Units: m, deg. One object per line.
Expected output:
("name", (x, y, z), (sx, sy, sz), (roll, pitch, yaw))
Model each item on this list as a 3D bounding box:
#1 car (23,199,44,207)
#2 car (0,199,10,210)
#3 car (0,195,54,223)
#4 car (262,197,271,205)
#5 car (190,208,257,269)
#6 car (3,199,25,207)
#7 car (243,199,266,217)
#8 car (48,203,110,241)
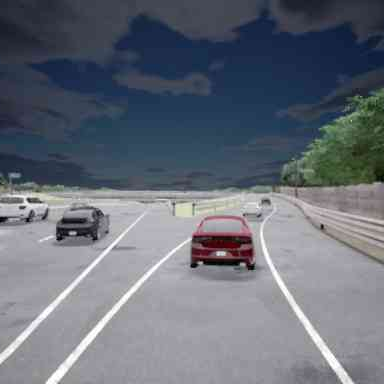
("car", (-30.416, 2.151, 63.918), (2.128, 1.511, 4.902), (0, -1, -5))
("car", (-29.198, 1.811, 49.067), (2.128, 1.511, 4.902), (0, -1, -4))
("car", (-13.066, 1.290, 26.080), (2.150, 2.045, 5.566), (0, -1, -5))
("car", (14.609, 1.759, 66.103), (1.837, 1.490, 4.892), (0, 1, 12))
("car", (1.099, 1.528, 11.433), (1.882, 1.535, 5.008), (0, 0, 7))
("car", (-33.895, 2.100, 63.512), (1.837, 1.490, 4.892), (0, -1, -5))
("car", (6.249, 1.795, 34.332), (1.812, 1.442, 4.674), (-1, -1, 16))
("car", (-5.360, 1.542, 16.793), (1.837, 1.490, 4.892), (0, 0, -5))
